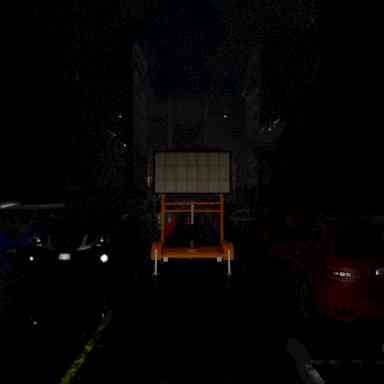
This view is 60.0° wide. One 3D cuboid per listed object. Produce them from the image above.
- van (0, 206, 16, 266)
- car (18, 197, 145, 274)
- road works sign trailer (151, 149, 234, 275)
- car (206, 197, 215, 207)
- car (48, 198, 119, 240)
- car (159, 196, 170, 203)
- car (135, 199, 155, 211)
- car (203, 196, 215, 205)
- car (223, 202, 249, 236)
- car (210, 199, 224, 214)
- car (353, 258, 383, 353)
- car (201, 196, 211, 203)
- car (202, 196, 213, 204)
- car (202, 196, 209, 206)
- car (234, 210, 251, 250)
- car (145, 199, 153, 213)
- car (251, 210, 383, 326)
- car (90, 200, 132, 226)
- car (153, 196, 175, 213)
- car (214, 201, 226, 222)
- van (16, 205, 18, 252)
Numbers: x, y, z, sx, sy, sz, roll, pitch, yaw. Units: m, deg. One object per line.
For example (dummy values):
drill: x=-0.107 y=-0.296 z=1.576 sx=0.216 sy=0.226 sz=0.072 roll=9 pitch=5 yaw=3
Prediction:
van: x=-5.676 y=1.339 z=7.003 sx=1.690 sy=1.788 sz=3.998 roll=-1 pitch=0 yaw=0
car: x=-3.097 y=1.218 z=10.853 sx=2.150 sy=2.045 sz=5.566 roll=0 pitch=0 yaw=0
road works sign trailer: x=0.011 y=0.461 z=10.400 sx=2.380 sy=3.560 sz=2.880 roll=0 pitch=0 yaw=0
car: x=2.883 y=1.532 z=34.926 sx=2.008 sy=1.369 sz=4.403 roll=-1 pitch=0 yaw=0
car: x=-5.669 y=1.307 z=18.175 sx=2.192 sy=1.841 sz=5.009 roll=-1 pitch=0 yaw=0
car: x=-5.631 y=1.490 z=68.446 sx=1.887 sy=1.381 sz=4.507 roll=-1 pitch=0 yaw=0
car: x=-5.650 y=1.559 z=40.518 sx=1.802 sy=1.307 sz=4.206 roll=-1 pitch=0 yaw=0
car: x=2.903 y=1.485 z=57.439 sx=1.752 sy=1.417 sz=4.829 roll=-1 pitch=0 yaw=0
car: x=2.867 y=1.517 z=18.339 sx=1.752 sy=1.417 sz=4.829 roll=-1 pitch=0 yaw=0
car: x=2.878 y=1.551 z=29.340 sx=1.947 sy=1.339 sz=4.313 roll=-1 pitch=0 yaw=0
car: x=2.852 y=1.525 z=1.581 sx=1.752 sy=1.417 sz=4.829 roll=-1 pitch=0 yaw=0
car: x=2.914 y=1.527 z=68.441 sx=1.802 sy=1.307 sz=4.206 roll=-1 pitch=0 yaw=0
car: x=2.909 y=1.518 z=62.856 sx=1.947 sy=1.339 sz=4.313 roll=-1 pitch=0 yaw=0
car: x=2.898 y=1.517 z=51.684 sx=2.008 sy=1.369 sz=4.403 roll=-1 pitch=0 yaw=0
car: x=2.863 y=1.577 z=12.582 sx=1.802 sy=1.307 sz=4.206 roll=-1 pitch=0 yaw=0
car: x=-5.656 y=1.421 z=34.931 sx=1.967 sy=1.590 sz=4.097 roll=-1 pitch=0 yaw=0
car: x=2.854 y=1.313 z=6.997 sx=2.192 sy=1.841 sz=5.009 roll=-1 pitch=0 yaw=0
car: x=-5.664 y=1.429 z=23.760 sx=1.967 sy=1.590 sz=4.097 roll=-1 pitch=0 yaw=0
car: x=-2.976 y=1.471 z=37.279 sx=2.128 sy=1.511 sz=4.902 roll=0 pitch=0 yaw=0
car: x=2.873 y=1.555 z=23.754 sx=1.947 sy=1.339 sz=4.313 roll=-1 pitch=0 yaw=0
van: x=-5.672 y=1.336 z=12.589 sx=1.690 sy=1.788 sz=3.998 roll=-1 pitch=0 yaw=0
